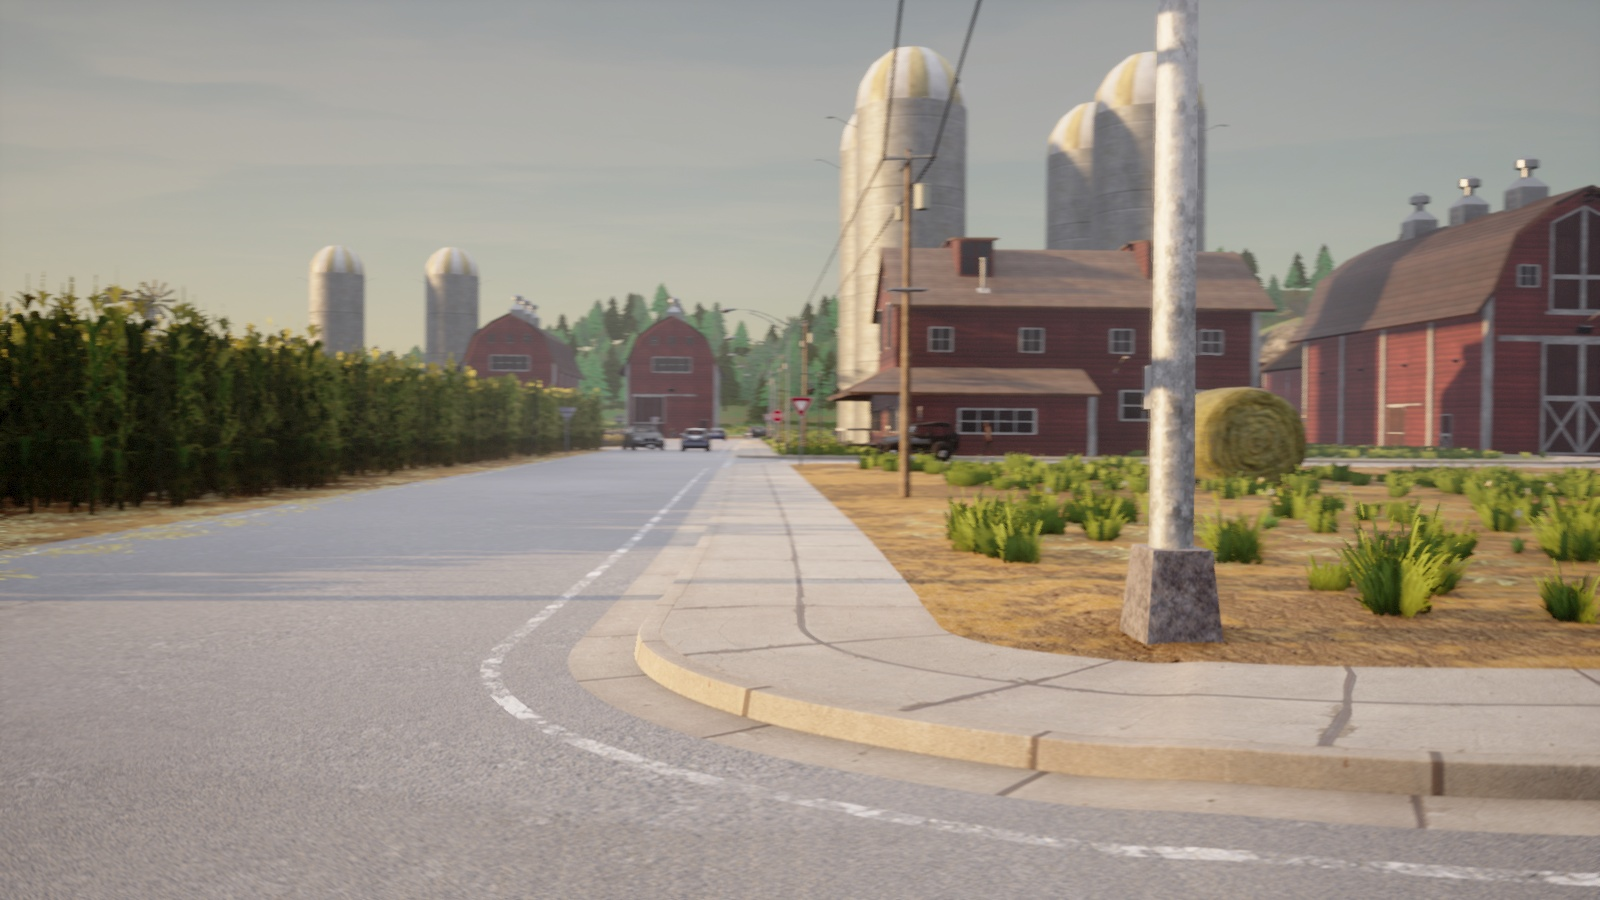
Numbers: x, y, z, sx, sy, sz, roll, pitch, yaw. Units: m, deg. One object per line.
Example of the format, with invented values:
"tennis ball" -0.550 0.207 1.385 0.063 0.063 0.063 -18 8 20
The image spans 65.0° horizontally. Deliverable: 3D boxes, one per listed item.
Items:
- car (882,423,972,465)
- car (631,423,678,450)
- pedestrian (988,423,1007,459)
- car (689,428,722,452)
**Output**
"car" 5.898 -0.295 58.607 3.866 1.878 1.905 1 1 -3
"car" -9.697 -0.898 83.306 2.242 1.667 4.611 1 1 -17
"pedestrian" 10.065 -0.453 64.014 0.869 1.805 0.328 1 1 17
"car" -6.060 -0.678 81.025 1.970 1.475 3.806 1 1 -2
